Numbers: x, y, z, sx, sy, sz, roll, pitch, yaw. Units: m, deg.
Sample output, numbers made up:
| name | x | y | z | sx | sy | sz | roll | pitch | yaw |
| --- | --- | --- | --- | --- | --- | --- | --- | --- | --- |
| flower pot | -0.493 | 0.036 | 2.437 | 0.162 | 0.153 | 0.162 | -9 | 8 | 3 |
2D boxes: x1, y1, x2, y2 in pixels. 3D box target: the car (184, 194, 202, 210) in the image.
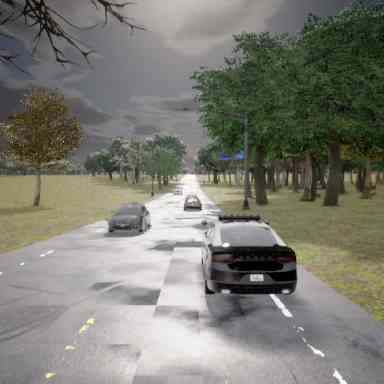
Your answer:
| name | x | y | z | sx | sy | sz | roll | pitch | yaw |
| --- | --- | --- | --- | --- | --- | --- | --- | --- | --- |
| car | 0.085 | 1.262 | 37.023 | 1.994 | 1.385 | 4.181 | 0 | 1 | 0 |

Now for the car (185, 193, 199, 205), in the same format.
| name | x | y | z | sx | sy | sz | roll | pitch | yaw |
| --- | --- | --- | --- | --- | --- | --- | --- | --- | --- |
| car | 0.045 | 0.986 | 46.981 | 1.882 | 1.535 | 5.008 | 0 | 1 | 1 |

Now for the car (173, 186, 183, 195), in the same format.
| name | x | y | z | sx | sy | sz | roll | pitch | yaw |
| --- | --- | --- | --- | --- | --- | --- | --- | --- | --- |
| car | -3.468 | -0.334 | 82.992 | 2.150 | 2.045 | 5.566 | 0 | 2 | 0 |

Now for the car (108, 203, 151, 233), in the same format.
| name | x | y | z | sx | sy | sz | roll | pitch | yaw |
| --- | --- | --- | --- | --- | --- | --- | --- | --- | --- |
| car | -3.493 | 1.432 | 19.220 | 1.837 | 1.490 | 4.892 | 0 | 0 | 0 |

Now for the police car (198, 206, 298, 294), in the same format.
| name | x | y | z | sx | sy | sz | roll | pitch | yaw |
| --- | --- | --- | --- | --- | --- | --- | --- | --- | --- |
| police car | 1.228 | 1.411 | 8.870 | 1.930 | 1.638 | 5.238 | 0 | 0 | 0 |
